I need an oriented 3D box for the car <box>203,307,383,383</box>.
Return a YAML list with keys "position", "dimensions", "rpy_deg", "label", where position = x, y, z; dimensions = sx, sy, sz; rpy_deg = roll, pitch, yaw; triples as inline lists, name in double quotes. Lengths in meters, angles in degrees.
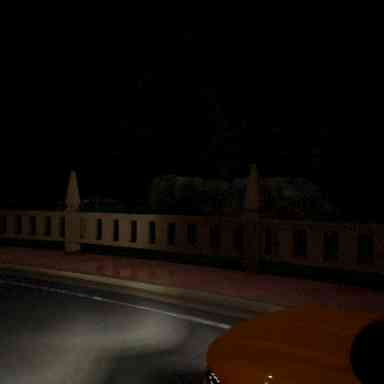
- position: [2.358, 1.480, 1.990]
  dimensions: [5.008, 1.535, 1.882]
  rpy_deg: [0, 0, 37]
  label: "car"
